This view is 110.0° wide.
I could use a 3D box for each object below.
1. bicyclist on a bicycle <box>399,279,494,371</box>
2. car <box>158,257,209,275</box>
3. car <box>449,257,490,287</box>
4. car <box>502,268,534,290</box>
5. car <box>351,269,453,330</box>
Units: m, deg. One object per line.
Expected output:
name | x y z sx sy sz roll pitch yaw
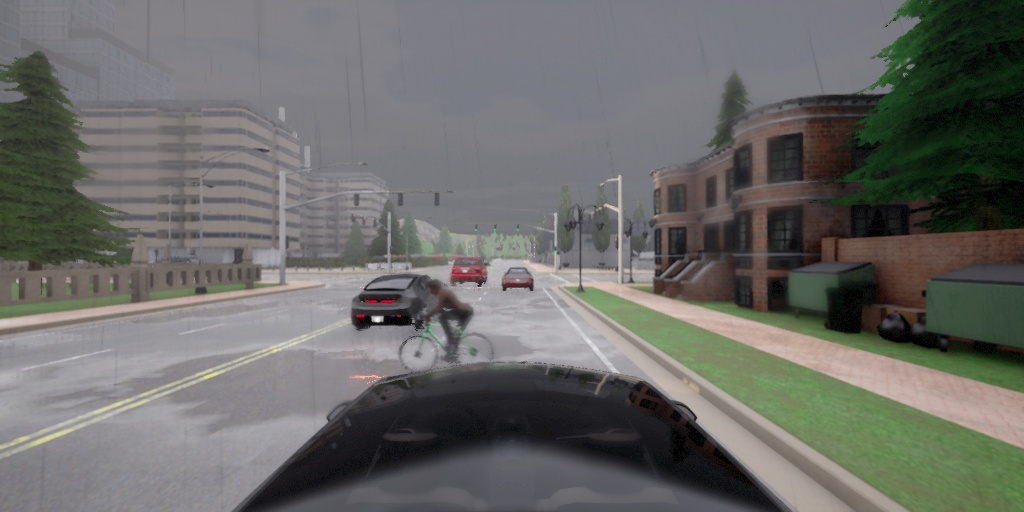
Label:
bicyclist on a bicycle | -1.149 1.227 6.199 1.656 1.620 0.582 -2 0 1
car | -31.105 1.149 34.651 5.566 2.045 2.150 0 0 1
car | -3.073 1.111 26.487 2.150 2.045 5.566 0 0 1
car | 0.384 1.435 23.455 1.994 1.385 4.181 0 0 1
car | -3.283 1.308 11.263 1.837 1.490 4.892 0 0 1
